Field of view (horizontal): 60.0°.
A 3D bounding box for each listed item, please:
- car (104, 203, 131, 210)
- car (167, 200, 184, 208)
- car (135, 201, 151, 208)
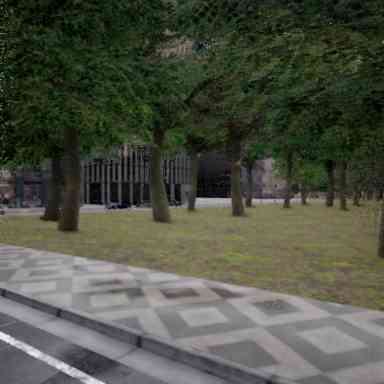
[{"bbox_3d":[-12.420,2.433,56.117,1.895,1.301,4.718,0,-1,34],"label":"car"},{"bbox_3d":[-3.581,2.434,69.199,1.837,1.490,4.892,0,0,34],"label":"car"},{"bbox_3d":[-9.324,2.535,66.057,1.994,1.385,4.181,0,-1,34],"label":"car"}]
